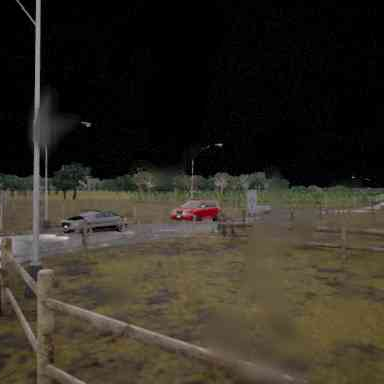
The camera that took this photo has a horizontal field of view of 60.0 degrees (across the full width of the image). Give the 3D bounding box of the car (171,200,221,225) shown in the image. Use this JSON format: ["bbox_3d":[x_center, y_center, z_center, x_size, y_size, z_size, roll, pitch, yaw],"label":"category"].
[{"bbox_3d":[0.494,1.736,29.609,2.150,2.045,5.566,1,-1,35],"label":"car"}]

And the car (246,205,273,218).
[{"bbox_3d":[8.363,2.345,40.767,1.837,1.490,4.892,1,1,35],"label":"car"}]

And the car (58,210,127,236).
[{"bbox_3d":[-5.981,1.830,20.405,1.994,1.385,4.181,1,-1,35],"label":"car"}]
